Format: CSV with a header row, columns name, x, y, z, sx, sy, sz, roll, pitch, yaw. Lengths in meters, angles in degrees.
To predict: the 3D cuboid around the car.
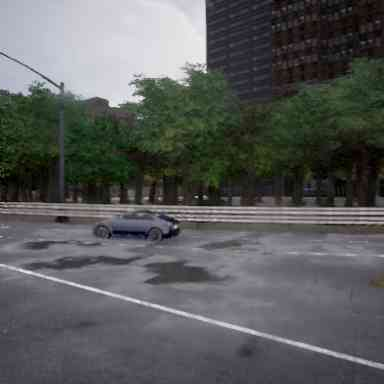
name,x,y,z,sx,sy,sz,roll,pitch,yaw
car,-2.647,1.580,16.049,4.181,1.385,1.994,0,0,18
